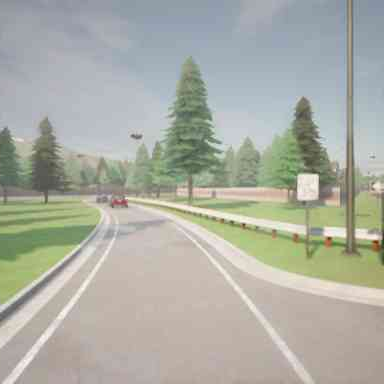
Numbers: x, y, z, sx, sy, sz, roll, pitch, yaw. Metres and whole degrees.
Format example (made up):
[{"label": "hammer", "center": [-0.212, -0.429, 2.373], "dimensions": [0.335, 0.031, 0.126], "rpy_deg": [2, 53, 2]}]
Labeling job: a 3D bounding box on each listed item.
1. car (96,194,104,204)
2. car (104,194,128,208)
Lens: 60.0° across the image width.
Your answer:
[{"label": "car", "center": [-14.898, 1.143, 55.607], "dimensions": [2.128, 1.511, 4.902], "rpy_deg": [0, 0, -22]}, {"label": "car", "center": [-9.654, 1.079, 42.843], "dimensions": [2.097, 1.767, 4.553], "rpy_deg": [0, 1, -21]}]
